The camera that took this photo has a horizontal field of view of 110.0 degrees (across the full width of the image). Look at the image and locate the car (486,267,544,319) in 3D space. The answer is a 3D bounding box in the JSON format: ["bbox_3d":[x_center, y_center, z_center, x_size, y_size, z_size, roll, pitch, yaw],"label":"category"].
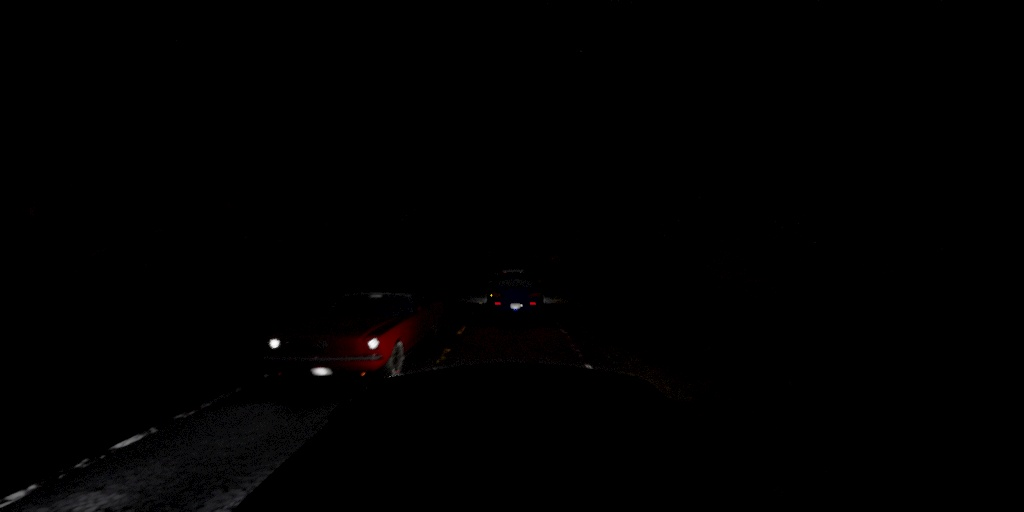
[{"bbox_3d":[0.100,1.303,12.819,1.812,1.442,4.674,0,0,0],"label":"car"}]

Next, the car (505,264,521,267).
[{"bbox_3d":[0.092,1.414,32.508,1.895,1.301,4.718,0,0,0],"label":"car"}]

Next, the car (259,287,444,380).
[{"bbox_3d":[-2.750,1.365,7.382,1.895,1.301,4.718,0,0,0],"label":"car"}]
